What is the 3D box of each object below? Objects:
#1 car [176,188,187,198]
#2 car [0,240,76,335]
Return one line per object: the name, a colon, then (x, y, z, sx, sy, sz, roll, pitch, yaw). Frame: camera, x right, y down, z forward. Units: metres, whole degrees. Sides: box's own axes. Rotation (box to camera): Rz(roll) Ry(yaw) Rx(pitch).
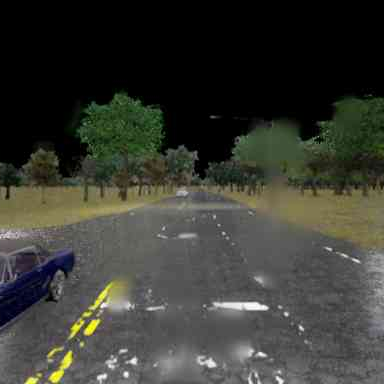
car: (-2.202, 0.198, 72.166, 2.150, 2.045, 5.566, 0, 1, 2)
car: (-3.562, 1.547, 5.318, 1.895, 1.301, 4.718, 0, 1, 0)
